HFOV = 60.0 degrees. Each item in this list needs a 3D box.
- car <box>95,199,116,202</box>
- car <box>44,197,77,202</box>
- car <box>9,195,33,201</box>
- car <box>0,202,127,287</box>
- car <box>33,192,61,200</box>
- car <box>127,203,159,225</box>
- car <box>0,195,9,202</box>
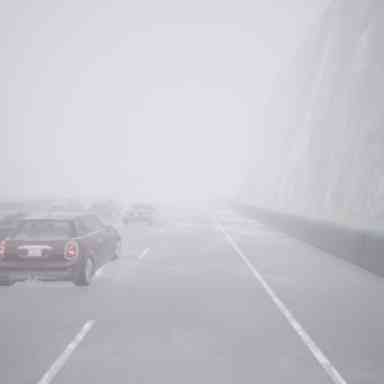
[{"bbox_3d":[-6.900,1.350,26.830,1.837,1.490,4.892,0,1,0],"label":"car"},{"bbox_3d":[-10.394,1.358,27.753,1.812,1.442,4.674,0,1,0],"label":"car"},{"bbox_3d":[-24.514,1.065,49.053,1.994,1.385,4.181,0,1,0],"label":"car"},{"bbox_3d":[-3.435,1.336,9.431,2.097,1.767,4.553,0,1,0],"label":"car"},{"bbox_3d":[-21.016,0.853,49.096,2.097,1.767,4.553,0,1,0],"label":"car"},{"bbox_3d":[-3.432,1.433,22.972,2.033,1.411,5.357,0,1,1],"label":"car"},{"bbox_3d":[-28.009,1.064,49.030,1.994,1.385,4.181,0,1,0],"label":"car"}]
